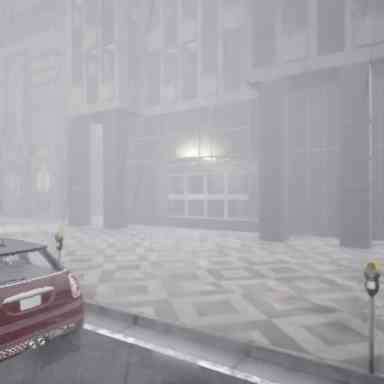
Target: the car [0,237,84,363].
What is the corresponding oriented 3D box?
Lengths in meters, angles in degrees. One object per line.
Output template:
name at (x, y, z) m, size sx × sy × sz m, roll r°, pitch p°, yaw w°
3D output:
car at (-3.687, 1.442, 5.291) m, size 4.097 × 1.590 × 1.967 m, roll 0°, pitch 0°, yaw 32°
